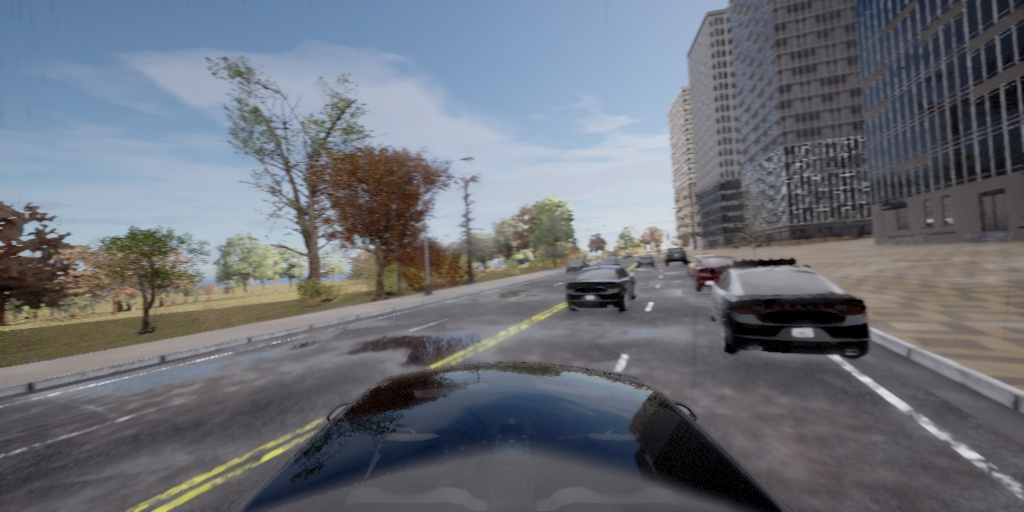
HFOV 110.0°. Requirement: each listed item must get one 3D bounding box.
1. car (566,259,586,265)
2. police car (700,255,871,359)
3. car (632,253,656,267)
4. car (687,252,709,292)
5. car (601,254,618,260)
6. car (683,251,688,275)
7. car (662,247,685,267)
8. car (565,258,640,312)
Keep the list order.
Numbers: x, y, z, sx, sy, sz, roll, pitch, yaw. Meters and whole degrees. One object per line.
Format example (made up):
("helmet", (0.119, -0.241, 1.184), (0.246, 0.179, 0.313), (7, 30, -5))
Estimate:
("car", (7.067, 1.077, 38.522), (1.837, 1.490, 4.892), (-4, -1, 22))
("police car", (5.332, 0.864, 7.601), (1.930, 1.638, 5.238), (-4, 0, 25))
("car", (15.348, 0.547, 41.155), (2.128, 1.511, 4.902), (-4, -1, 22))
("car", (9.474, 0.712, 16.684), (1.882, 1.535, 5.008), (-4, 0, 24))
("car", (10.099, 0.869, 37.367), (1.837, 1.490, 4.892), (-4, -1, 22))
("car", (11.990, 0.569, 22.400), (1.801, 1.575, 5.366), (-4, -1, 24))
("car", (18.580, 0.060, 40.779), (2.150, 2.045, 5.566), (-4, -1, 22))
("car", (3.448, 1.086, 13.385), (1.882, 1.535, 5.008), (-4, 0, 25))
